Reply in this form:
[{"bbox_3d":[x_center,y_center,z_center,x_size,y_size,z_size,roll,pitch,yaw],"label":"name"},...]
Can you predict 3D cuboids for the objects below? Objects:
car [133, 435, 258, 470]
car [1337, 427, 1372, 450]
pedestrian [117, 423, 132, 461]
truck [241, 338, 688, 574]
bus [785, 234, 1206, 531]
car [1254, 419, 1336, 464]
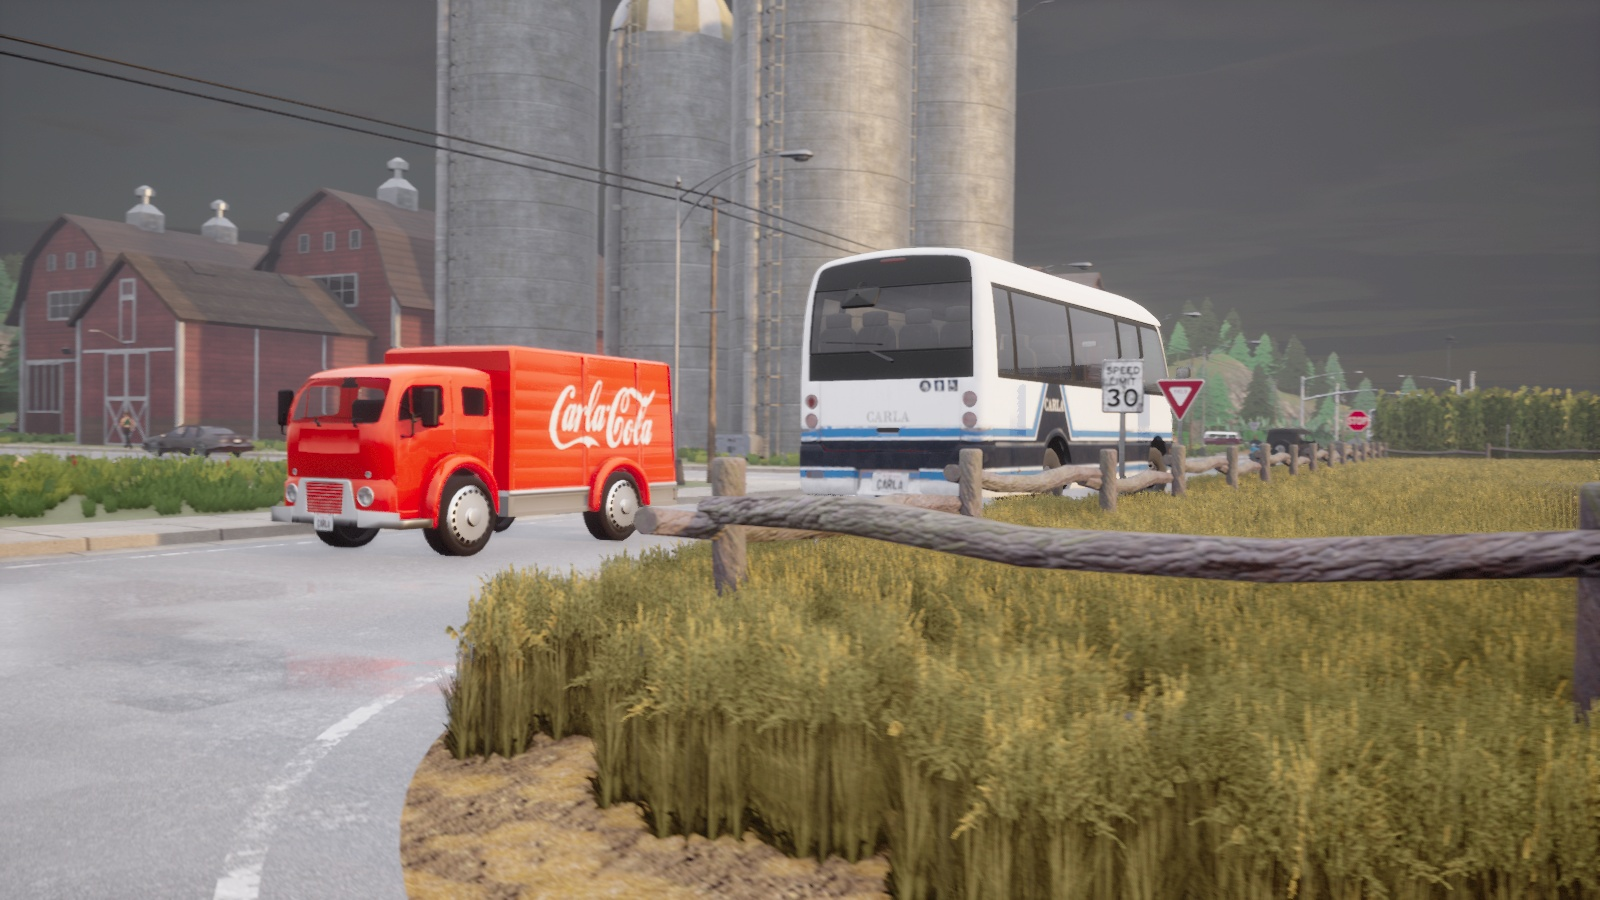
[{"bbox_3d":[-25.978,0.077,53.940,5.357,1.411,2.033,0,1,28],"label":"car"},{"bbox_3d":[37.958,-0.800,85.898,1.801,1.575,5.366,0,1,29],"label":"car"},{"bbox_3d":[-33.314,-0.404,61.917,0.594,1.836,0.345,0,1,29],"label":"pedestrian"},{"bbox_3d":[-3.981,0.021,16.011,2.627,2.467,5.204,0,1,28],"label":"truck"},{"bbox_3d":[4.193,-1.016,23.357,3.944,4.253,10.273,-1,0,32],"label":"bus"},{"bbox_3d":[21.481,-0.392,54.444,1.905,1.878,3.866,0,1,45],"label":"car"}]
